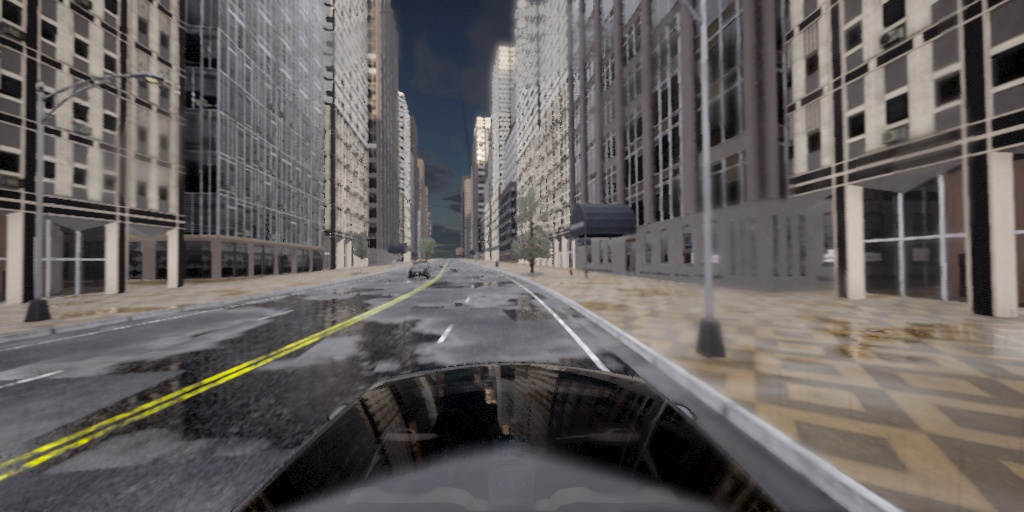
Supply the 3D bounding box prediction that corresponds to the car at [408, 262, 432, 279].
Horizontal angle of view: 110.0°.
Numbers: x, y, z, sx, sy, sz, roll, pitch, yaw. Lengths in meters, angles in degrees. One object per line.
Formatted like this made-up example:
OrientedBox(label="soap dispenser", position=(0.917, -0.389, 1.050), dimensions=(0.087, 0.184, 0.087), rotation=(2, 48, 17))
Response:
OrientedBox(label="car", position=(-8.678, 1.344, 34.085), dimensions=(1.837, 1.490, 4.892), rotation=(0, 0, -8))
